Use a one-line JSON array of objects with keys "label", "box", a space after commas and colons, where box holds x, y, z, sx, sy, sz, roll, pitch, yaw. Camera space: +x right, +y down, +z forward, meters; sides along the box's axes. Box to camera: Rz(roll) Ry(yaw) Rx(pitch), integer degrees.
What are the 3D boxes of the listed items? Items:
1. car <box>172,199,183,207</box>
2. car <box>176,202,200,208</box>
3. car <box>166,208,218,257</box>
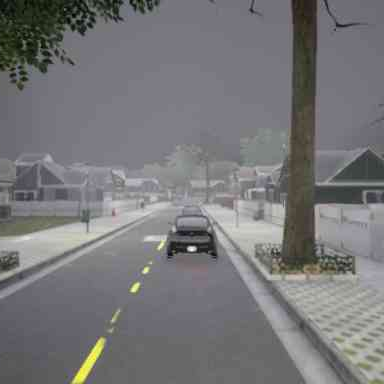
[{"label": "car", "box": [-2.809, 2.116, 64.563, 1.837, 1.490, 4.892, 0, 0, 1]}, {"label": "car", "box": [-0.006, 1.822, 27.511, 2.033, 1.411, 5.357, 0, -1, 0]}, {"label": "car", "box": [0.011, 1.644, 13.498, 1.837, 1.490, 4.892, 0, 0, 0]}]
